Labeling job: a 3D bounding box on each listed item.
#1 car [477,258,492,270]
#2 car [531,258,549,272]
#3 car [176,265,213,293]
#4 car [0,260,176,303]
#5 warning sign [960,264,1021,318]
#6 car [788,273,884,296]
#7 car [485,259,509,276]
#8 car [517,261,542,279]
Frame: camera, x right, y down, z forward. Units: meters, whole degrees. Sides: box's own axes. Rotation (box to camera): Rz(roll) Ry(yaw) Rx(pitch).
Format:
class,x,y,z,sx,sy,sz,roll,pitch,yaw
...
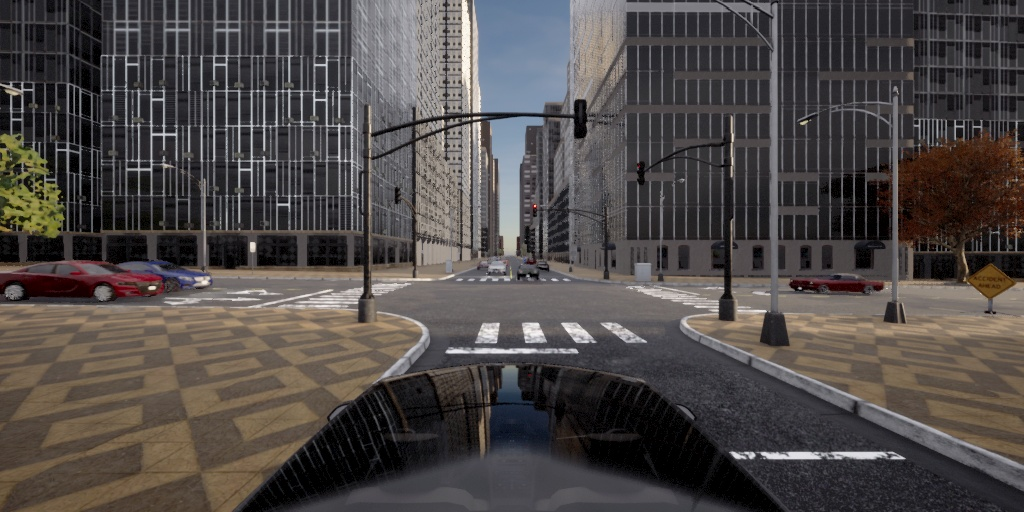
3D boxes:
class,x,y,z,sx,sy,sz,roll,pitch,yaw
car,-4.113,1.342,52.197,1.802,1.307,4.207,0,0,0
car,3.850,1.329,46.719,1.948,1.339,4.313,0,0,0
car,-17.238,0.984,17.285,4.674,1.442,1.812,1,0,-3
car,-16.728,0.946,14.055,5.008,1.535,1.882,1,0,-3
warning sign,17.258,1.204,12.940,1.060,1.860,1.300,0,0,-3
car,20.244,1.740,22.545,4.718,1.301,1.895,1,0,-3
car,-1.560,1.292,38.320,1.812,1.442,4.674,0,0,0
car,1.371,1.370,32.225,1.895,1.301,4.718,0,0,0
